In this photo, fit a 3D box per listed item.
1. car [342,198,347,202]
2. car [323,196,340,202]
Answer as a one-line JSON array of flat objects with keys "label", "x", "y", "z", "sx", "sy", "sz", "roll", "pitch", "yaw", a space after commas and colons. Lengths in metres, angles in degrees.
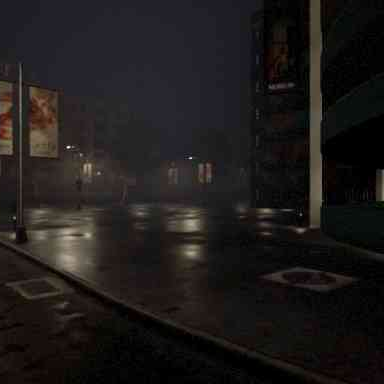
[{"label": "car", "x": 22.171, "y": 1.411, "z": 51.038, "sx": 4.786, "sy": 1.482, "sz": 2.161, "roll": 0, "pitch": 0, "yaw": -41}, {"label": "car", "x": 15.615, "y": 1.318, "z": 39.957, "sx": 4.674, "sy": 1.452, "sz": 2.002, "roll": 0, "pitch": 0, "yaw": -41}]
